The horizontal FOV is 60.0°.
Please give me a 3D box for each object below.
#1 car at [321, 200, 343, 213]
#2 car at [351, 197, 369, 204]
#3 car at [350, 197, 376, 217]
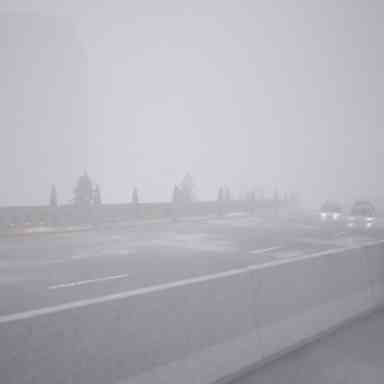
[{"bbox_3d":[15.976,1.638,37.908,1.994,1.385,4.181,0,0,30],"label":"car"},{"bbox_3d":[33.791,1.654,66.954,1.994,1.385,4.181,0,0,9],"label":"car"},{"bbox_3d":[16.598,1.559,32.260,1.837,1.490,4.892,0,0,33],"label":"car"}]
